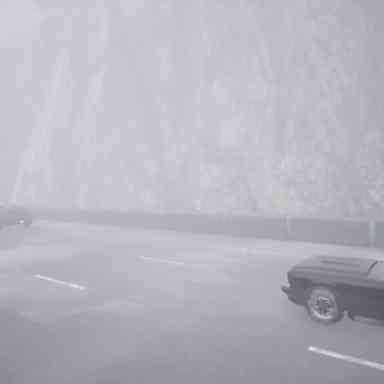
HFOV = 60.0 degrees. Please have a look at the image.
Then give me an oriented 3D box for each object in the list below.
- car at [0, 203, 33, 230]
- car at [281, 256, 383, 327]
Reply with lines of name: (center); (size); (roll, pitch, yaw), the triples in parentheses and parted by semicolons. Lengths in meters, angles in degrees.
car: (-12.113, 1.498, 21.271); (4.892, 1.490, 1.837); (1, 0, 36)
car: (3.976, 1.606, 5.458); (4.718, 1.301, 1.895); (0, 0, 35)
